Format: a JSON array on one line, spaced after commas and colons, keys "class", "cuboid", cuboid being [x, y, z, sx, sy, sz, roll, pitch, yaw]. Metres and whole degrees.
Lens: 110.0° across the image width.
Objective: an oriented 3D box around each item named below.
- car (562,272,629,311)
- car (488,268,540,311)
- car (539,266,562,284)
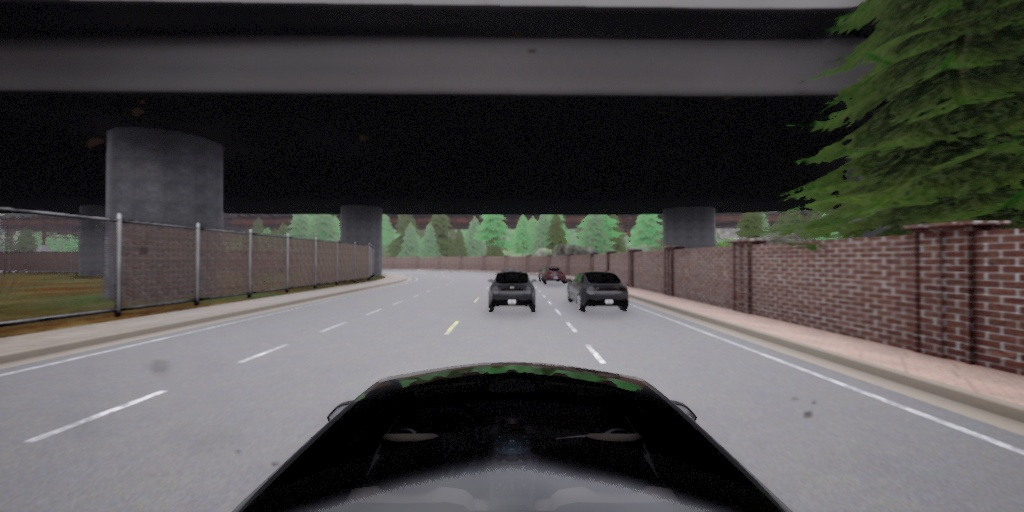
[{"class": "car", "cuboid": [3.519, 1.402, 15.336, 1.837, 1.490, 4.892, 0, 0, 0]}, {"class": "car", "cuboid": [0.019, 1.402, 15.333, 1.837, 1.490, 4.892, 0, 0, 0]}, {"class": "car", "cuboid": [3.355, 1.583, 30.724, 1.812, 1.442, 4.674, 0, 0, -3]}]
